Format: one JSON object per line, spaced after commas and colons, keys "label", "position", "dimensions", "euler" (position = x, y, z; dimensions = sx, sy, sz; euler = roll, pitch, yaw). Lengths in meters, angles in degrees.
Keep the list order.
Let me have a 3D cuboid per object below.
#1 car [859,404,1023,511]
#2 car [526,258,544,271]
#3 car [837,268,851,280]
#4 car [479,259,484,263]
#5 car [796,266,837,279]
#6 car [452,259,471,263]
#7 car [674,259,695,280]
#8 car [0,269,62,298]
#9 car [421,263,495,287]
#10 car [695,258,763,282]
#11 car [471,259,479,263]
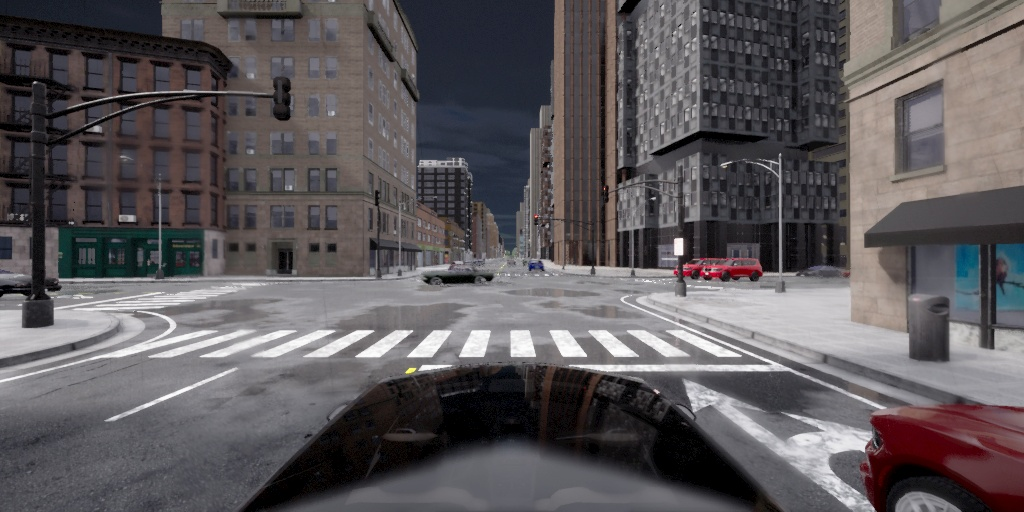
{"label": "car", "position": [3.353, 1.228, 0.392], "dimensions": [1.882, 1.535, 5.008], "euler": [0, 0, 0]}
{"label": "car", "position": [3.217, 1.236, 48.285], "dimensions": [1.882, 1.535, 5.008], "euler": [0, 0, 0]}
{"label": "car", "position": [36.278, 1.809, 36.603], "dimensions": [4.718, 1.301, 1.895], "euler": [1, 0, -13]}
{"label": "car", "position": [-6.672, 1.325, 64.618], "dimensions": [1.994, 1.385, 4.181], "euler": [0, 0, 0]}
{"label": "car", "position": [34.096, 1.754, 39.438], "dimensions": [5.357, 1.411, 2.033], "euler": [1, 0, -13]}
{"label": "car", "position": [-6.671, 1.283, 44.696], "dimensions": [1.812, 1.442, 4.674], "euler": [0, 0, 0]}
{"label": "car", "position": [18.707, 1.249, 35.260], "dimensions": [5.566, 2.045, 2.150], "euler": [1, 0, -17]}
{"label": "car", "position": [-22.317, 1.032, 14.434], "dimensions": [5.357, 1.411, 2.033], "euler": [1, 0, -16]}
{"label": "car", "position": [-3.683, 1.353, 24.182], "dimensions": [4.718, 1.301, 1.895], "euler": [0, 0, -19]}
{"label": "car", "position": [19.710, 1.236, 32.173], "dimensions": [5.566, 2.045, 2.150], "euler": [1, 0, -17]}
{"label": "car", "position": [-6.682, 1.251, 54.656], "dimensions": [2.128, 1.511, 4.902], "euler": [0, 0, 0]}
